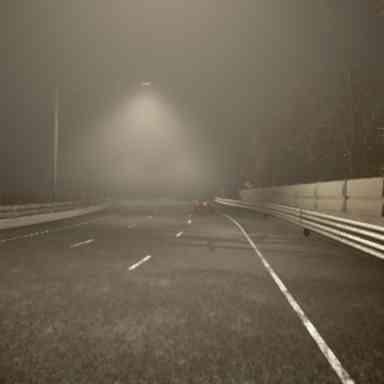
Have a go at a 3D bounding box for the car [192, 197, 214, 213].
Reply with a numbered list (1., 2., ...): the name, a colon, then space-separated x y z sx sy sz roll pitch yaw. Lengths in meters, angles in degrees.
1. car: 1.205 1.371 37.523 2.097 1.767 4.553 1 0 -5

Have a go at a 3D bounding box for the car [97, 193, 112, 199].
1. car: -22.506 1.082 86.985 1.837 1.490 4.892 1 0 -35
